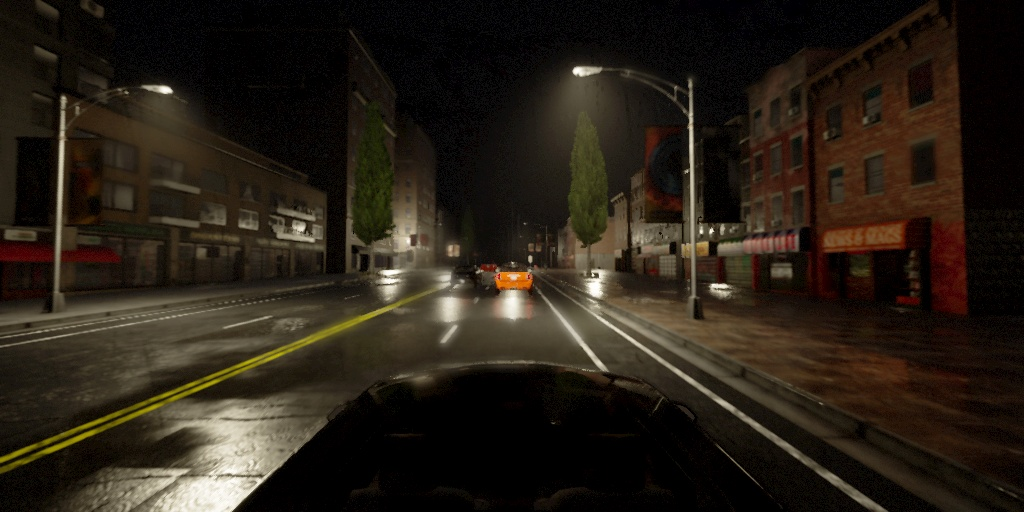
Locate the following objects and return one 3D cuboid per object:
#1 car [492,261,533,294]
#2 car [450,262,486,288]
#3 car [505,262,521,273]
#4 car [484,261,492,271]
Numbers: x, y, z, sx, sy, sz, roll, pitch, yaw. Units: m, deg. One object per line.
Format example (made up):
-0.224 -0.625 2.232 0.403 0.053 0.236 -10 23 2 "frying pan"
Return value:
0.103 1.205 21.315 2.097 1.767 4.553 0 0 0 "car"
-3.147 1.383 25.226 1.837 1.490 4.892 0 0 0 "car"
0.106 1.614 50.978 2.128 1.511 4.902 0 -1 0 "car"
-3.143 1.450 49.167 2.097 1.767 4.553 0 -1 0 "car"
